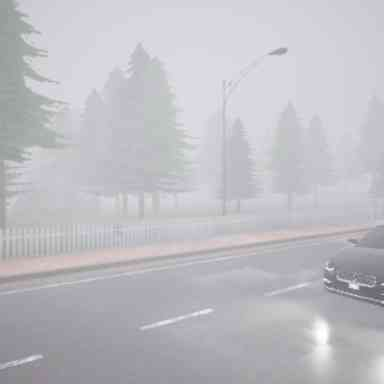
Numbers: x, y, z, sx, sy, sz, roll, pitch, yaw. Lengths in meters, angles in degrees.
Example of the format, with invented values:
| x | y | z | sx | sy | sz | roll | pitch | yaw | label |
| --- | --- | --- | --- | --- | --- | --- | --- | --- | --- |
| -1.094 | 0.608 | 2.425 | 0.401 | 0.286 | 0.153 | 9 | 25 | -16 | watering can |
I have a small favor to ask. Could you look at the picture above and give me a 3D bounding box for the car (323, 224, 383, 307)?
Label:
| x | y | z | sx | sy | sz | roll | pitch | yaw | label |
| --- | --- | --- | --- | --- | --- | --- | --- | --- | --- |
| 4.947 | 1.464 | 7.487 | 4.892 | 1.490 | 1.837 | 0 | 0 | -35 | car |
